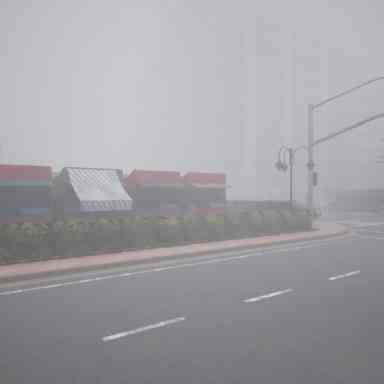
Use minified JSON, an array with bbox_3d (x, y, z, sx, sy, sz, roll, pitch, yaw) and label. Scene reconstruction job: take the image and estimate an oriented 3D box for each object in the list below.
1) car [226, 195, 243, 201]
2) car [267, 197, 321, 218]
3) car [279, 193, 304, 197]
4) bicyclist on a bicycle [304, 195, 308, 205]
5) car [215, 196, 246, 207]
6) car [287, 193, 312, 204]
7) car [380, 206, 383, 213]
[{"bbox_3d":[2.755,1.166,36.235,2.150,2.045,5.566,0,0,-36],"label":"car"},{"bbox_3d":[8.538,1.436,28.249,2.128,1.511,4.902,0,0,-36],"label":"car"},{"bbox_3d":[16.640,1.114,57.430,1.905,1.878,3.866,0,0,-36],"label":"car"},{"bbox_3d":[15.563,1.246,44.947,1.656,1.620,0.582,0,0,-36],"label":"bicyclist on a bicycle"},{"bbox_3d":[5.722,1.449,50.366,1.837,1.490,4.892,0,0,-36],"label":"car"},{"bbox_3d":[19.031,1.114,59.142,1.905,1.878,3.866,0,0,-36],"label":"car"},{"bbox_3d":[20.040,1.483,30.646,4.674,1.442,1.812,1,2,42],"label":"car"}]
